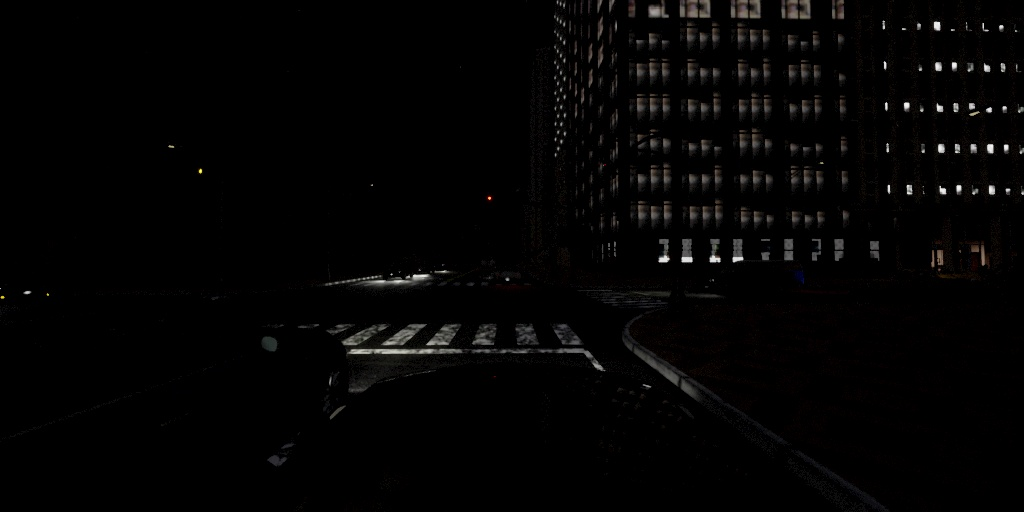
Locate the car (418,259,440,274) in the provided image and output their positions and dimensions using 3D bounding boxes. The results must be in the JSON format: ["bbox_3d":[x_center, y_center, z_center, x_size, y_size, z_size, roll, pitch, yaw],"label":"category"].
[{"bbox_3d":[-10.495,1.343,43.088,2.128,1.511,4.902,0,0,-1],"label":"car"}]

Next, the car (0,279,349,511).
[{"bbox_3d":[-3.156,1.103,2.860,2.097,1.767,4.553,0,0,-1],"label":"car"}]

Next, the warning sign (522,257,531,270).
[{"bbox_3d":[2.082,1.001,50.817,1.300,1.860,1.060,0,0,-1],"label":"warning sign"}]

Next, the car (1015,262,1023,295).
[{"bbox_3d":[21.553,0.961,14.230,4.097,1.591,1.967,0,0,-2],"label":"car"}]

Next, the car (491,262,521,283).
[{"bbox_3d":[-0.473,1.402,28.137,1.895,1.301,4.718,0,0,-4],"label":"car"}]

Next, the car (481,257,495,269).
[{"bbox_3d":[-4.200,1.174,62.257,2.150,2.045,5.566,0,0,-1],"label":"car"}]

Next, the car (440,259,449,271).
[{"bbox_3d":[-10.646,1.253,53.139,2.097,1.767,4.553,0,0,-1],"label":"car"}]

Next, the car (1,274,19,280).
[{"bbox_3d":[-22.716,1.394,15.281,4.181,1.385,1.994,0,-2,-2],"label":"car"}]

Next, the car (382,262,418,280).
[{"bbox_3d":[-10.346,1.320,32.905,1.837,1.490,4.892,0,0,-3],"label":"car"}]

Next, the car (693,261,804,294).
[{"bbox_3d":[12.452,1.202,19.417,5.008,1.535,1.882,-1,-2,-1],"label":"car"}]

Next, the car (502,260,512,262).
[{"bbox_3d":[-0.831,1.469,60.867,1.812,1.442,4.674,0,0,-2],"label":"car"}]

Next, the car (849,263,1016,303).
[{"bbox_3d":[16.140,1.075,14.077,4.829,1.417,1.751,0,0,-2],"label":"car"}]
